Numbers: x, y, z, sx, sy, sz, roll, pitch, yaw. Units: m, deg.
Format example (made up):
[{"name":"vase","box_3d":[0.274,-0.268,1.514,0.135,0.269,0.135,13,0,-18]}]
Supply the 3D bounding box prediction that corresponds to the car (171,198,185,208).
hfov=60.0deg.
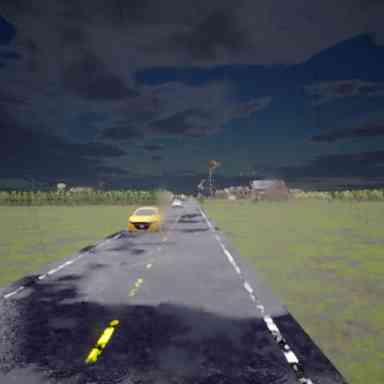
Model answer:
[{"name":"car","box_3d":[-2.772,2.242,62.062,1.812,1.442,4.674,0,-1,1]}]

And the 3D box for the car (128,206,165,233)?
[{"name":"car","box_3d":[-2.849,1.711,21.438,1.882,1.535,5.008,0,-1,0]}]
